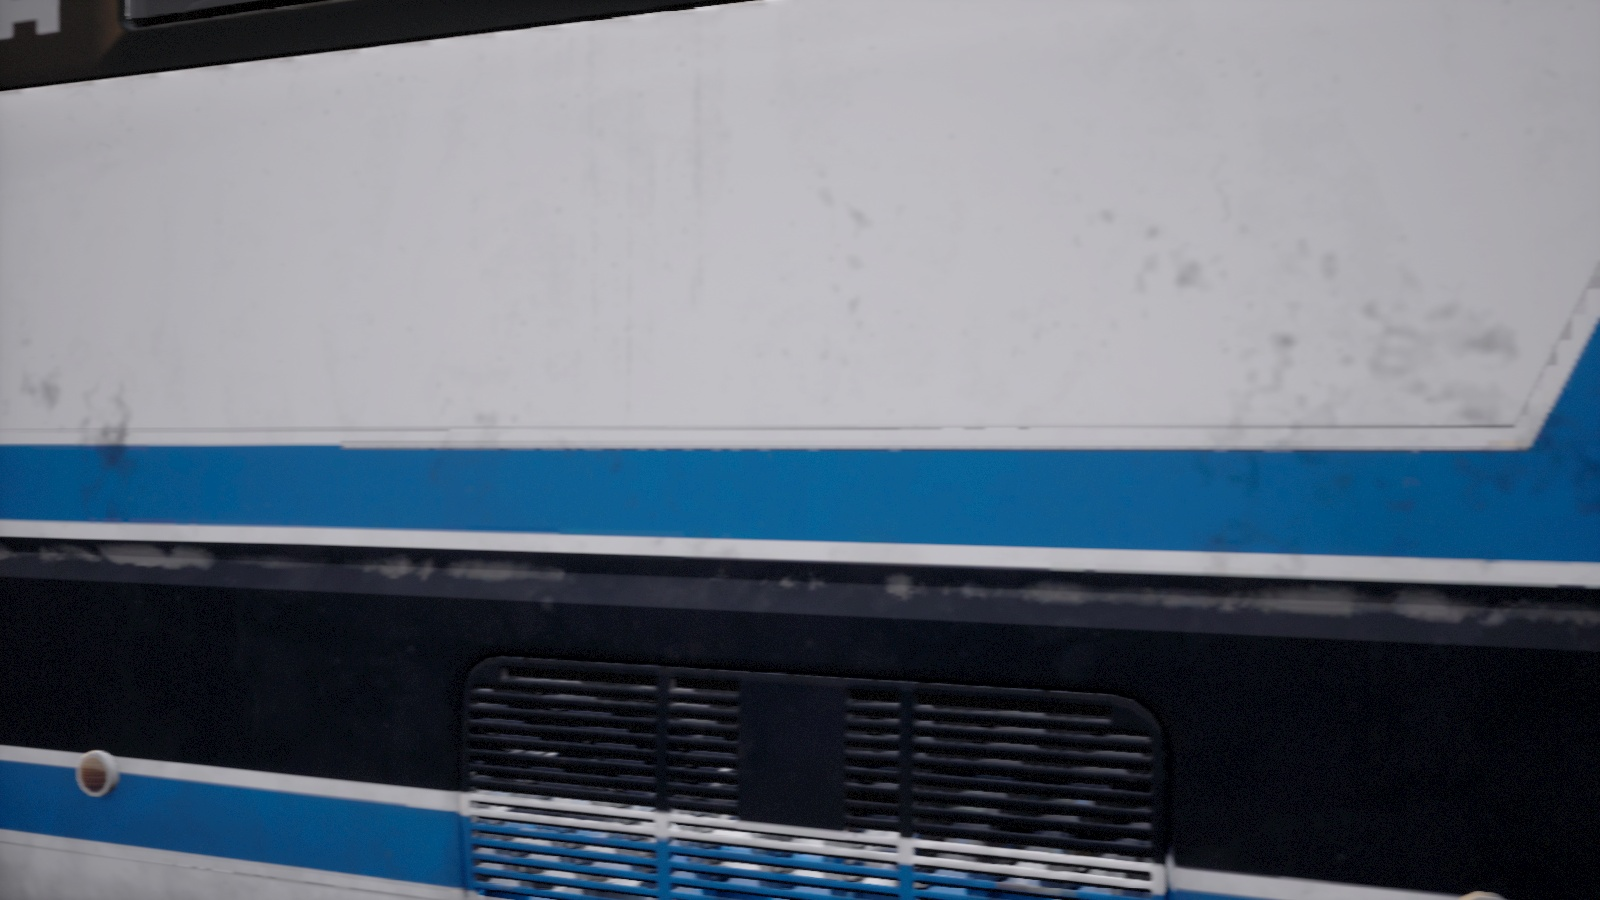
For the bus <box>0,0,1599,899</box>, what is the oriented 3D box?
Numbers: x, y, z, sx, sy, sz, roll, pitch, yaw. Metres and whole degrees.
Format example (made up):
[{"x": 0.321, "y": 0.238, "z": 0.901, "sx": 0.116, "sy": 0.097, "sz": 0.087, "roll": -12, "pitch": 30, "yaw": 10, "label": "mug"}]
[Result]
[{"x": -0.354, "y": -0.613, "z": 3.819, "sx": 10.273, "sy": 4.253, "sz": 3.944, "roll": 1, "pitch": 1, "yaw": 19, "label": "bus"}]
